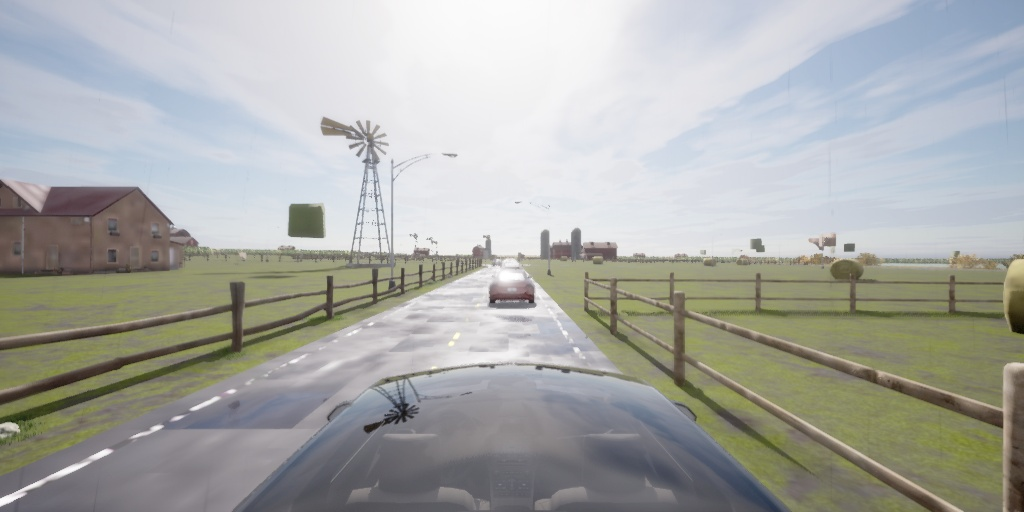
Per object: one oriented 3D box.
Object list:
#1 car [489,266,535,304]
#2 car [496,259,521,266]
[{"bbox_3d":[0.000,1.324,16.500,1.994,1.385,4.181,0,0,0],"label":"car"},{"bbox_3d":[0.000,1.248,31.501,2.128,1.511,4.902,0,0,0],"label":"car"}]
